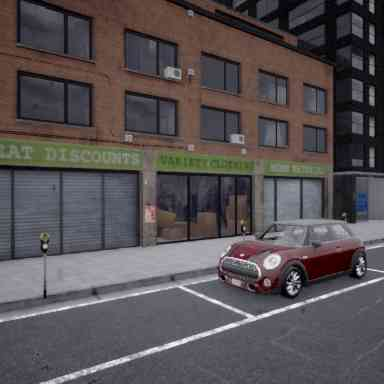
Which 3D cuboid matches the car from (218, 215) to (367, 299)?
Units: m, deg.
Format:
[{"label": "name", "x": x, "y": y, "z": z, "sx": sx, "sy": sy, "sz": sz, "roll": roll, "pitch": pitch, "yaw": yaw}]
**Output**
[{"label": "car", "x": 2.581, "y": 1.441, "z": 8.395, "sx": 4.097, "sy": 1.590, "sz": 1.967, "roll": 0, "pitch": 0, "yaw": -36}]
